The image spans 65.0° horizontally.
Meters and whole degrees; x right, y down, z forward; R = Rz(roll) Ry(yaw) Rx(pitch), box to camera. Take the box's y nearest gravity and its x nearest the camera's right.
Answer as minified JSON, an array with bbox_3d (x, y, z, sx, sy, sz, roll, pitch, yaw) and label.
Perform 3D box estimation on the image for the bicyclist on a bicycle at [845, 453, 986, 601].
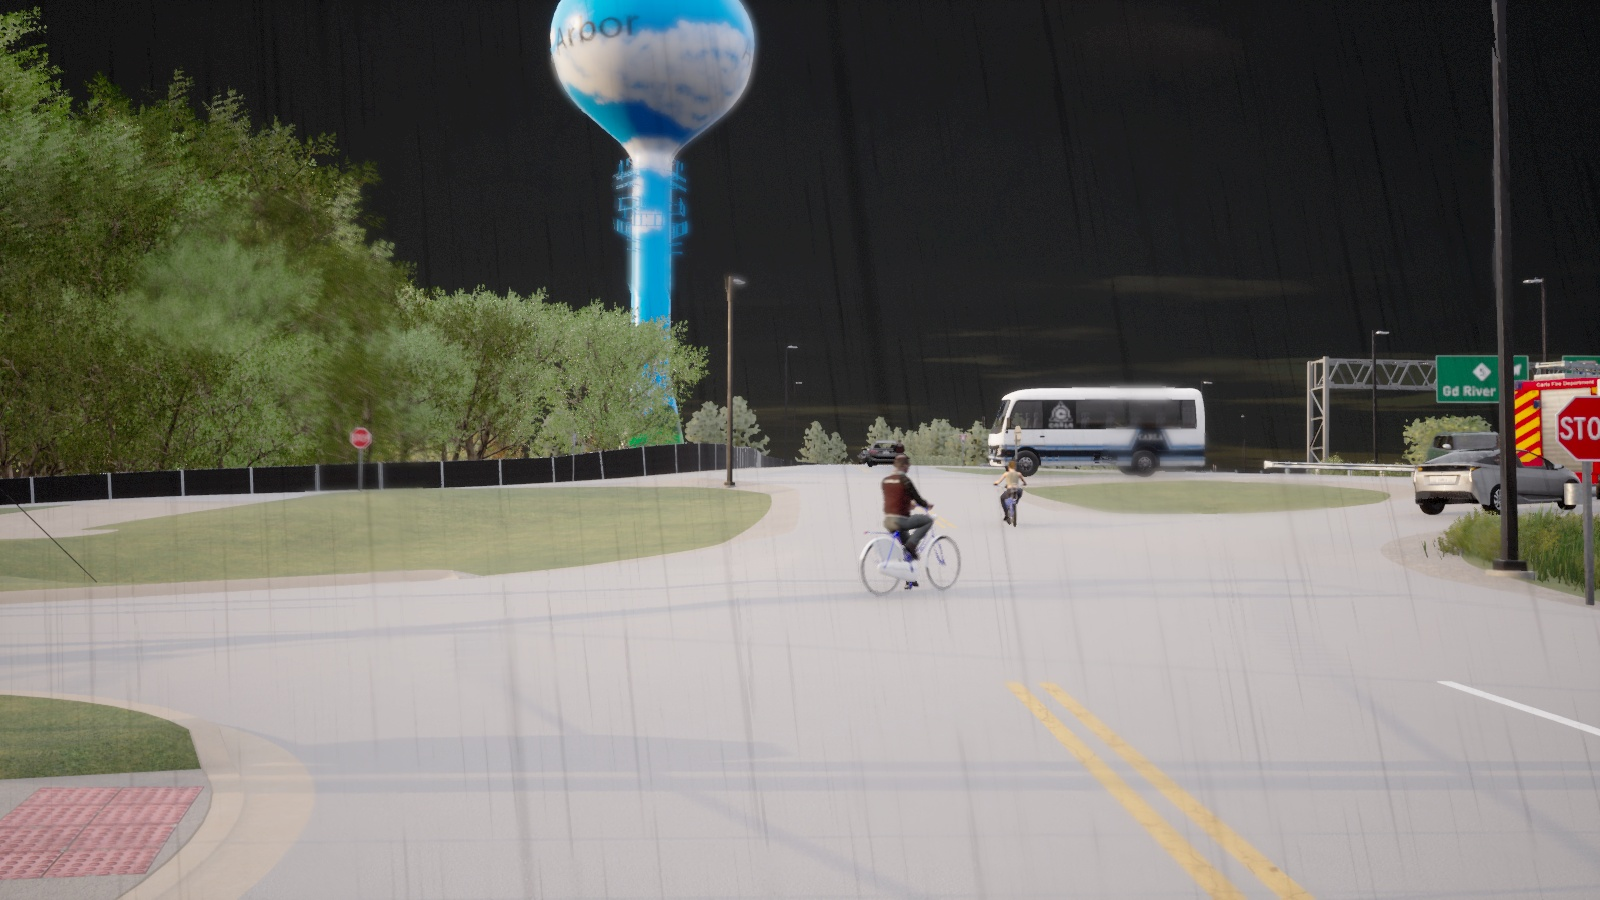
[{"bbox_3d":[1.488,0.937,15.939,1.843,1.776,0.659,0,-2,-42],"label":"bicyclist on a bicycle"}]

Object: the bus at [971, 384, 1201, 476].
[{"bbox_3d":[13.733,-0.961,61.020,10.273,4.253,3.944,0,1,1],"label":"bus"}]

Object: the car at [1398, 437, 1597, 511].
[{"bbox_3d":[16.542,0.551,29.741,4.514,1.525,2.007,-2,-1,-30],"label":"car"}]

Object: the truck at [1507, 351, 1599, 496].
[{"bbox_3d":[23.882,-0.754,36.671,8.468,3.827,2.891,-1,-1,-41],"label":"truck"}]

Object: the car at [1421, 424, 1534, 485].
[{"bbox_3d":[24.361,0.142,45.408,2.150,2.045,5.566,-1,0,13],"label":"car"}]

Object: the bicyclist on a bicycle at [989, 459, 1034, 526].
[{"bbox_3d":[5.234,1.032,31.148,0.866,1.612,1.509,0,0,1],"label":"bicyclist on a bicycle"}]

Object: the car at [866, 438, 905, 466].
[{"bbox_3d":[5.346,0.124,79.012,2.242,1.667,4.611,0,0,2],"label":"car"}]
